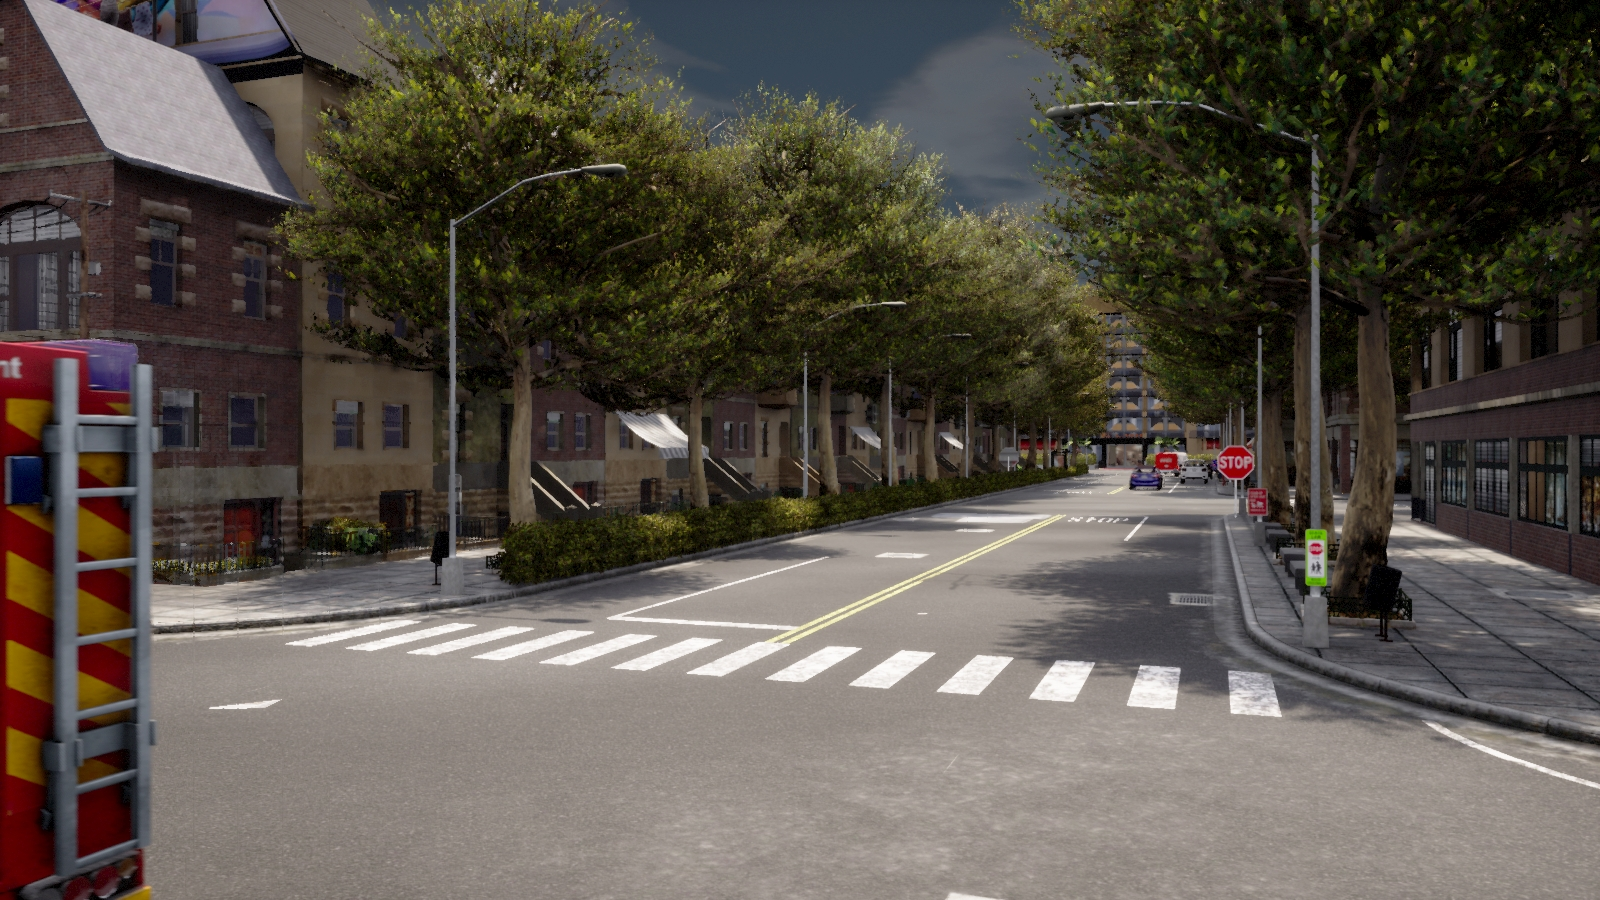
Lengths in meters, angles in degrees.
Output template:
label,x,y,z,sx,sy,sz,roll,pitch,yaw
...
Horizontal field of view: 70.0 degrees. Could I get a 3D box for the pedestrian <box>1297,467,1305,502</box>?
label,x,y,z,sx,sy,sz,roll,pitch,yaw
pedestrian,26.839,1.848,61.171,0.375,1.860,0.375,0,0,18

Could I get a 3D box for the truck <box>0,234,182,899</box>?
label,x,y,z,sx,sy,sz,roll,pitch,yaw
truck,-7.903,0.894,6.438,8.468,3.827,2.891,0,0,20
